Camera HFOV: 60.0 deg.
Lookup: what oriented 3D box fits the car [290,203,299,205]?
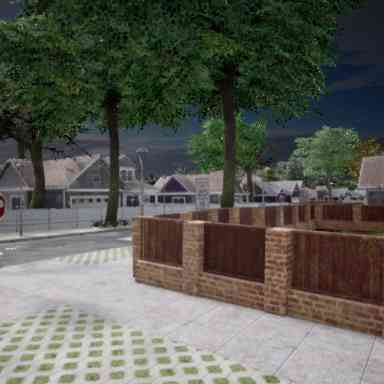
[{"bbox_3d":[14.539,2.356,46.524,2.128,1.511,4.902,-1,-2,35],"label":"car"}]
